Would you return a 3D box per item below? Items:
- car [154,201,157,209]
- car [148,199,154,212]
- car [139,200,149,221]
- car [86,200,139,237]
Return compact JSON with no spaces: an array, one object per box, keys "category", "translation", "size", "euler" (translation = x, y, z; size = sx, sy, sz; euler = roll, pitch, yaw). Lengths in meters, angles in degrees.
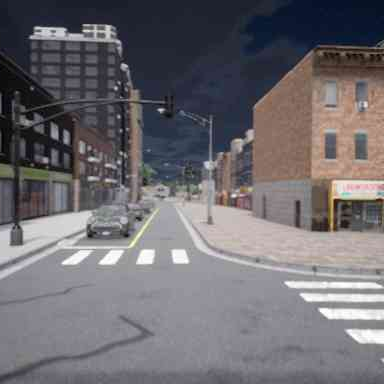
[{"category":"car","translation":[-6.783,1.961,53.781],"size":[1.837,1.490,4.892],"euler":[0,-1,-4]},{"category":"car","translation":[-5.783,1.711,38.689],"size":[1.837,1.490,4.892],"euler":[0,0,-4]},{"category":"car","translation":[-5.074,1.660,28.540],"size":[2.033,1.411,5.357],"euler":[0,0,-4]},{"category":"car","translation":[-4.284,1.398,18.104],"size":[2.097,1.767,4.553],"euler":[0,0,-5]}]
